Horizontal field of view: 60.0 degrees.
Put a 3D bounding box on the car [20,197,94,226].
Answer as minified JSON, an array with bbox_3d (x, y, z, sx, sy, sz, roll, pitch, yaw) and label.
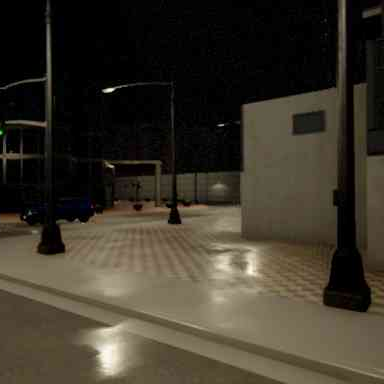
[{"bbox_3d":[-10.306,1.450,25.951,2.150,2.045,5.566,-1,0,36],"label":"car"}]
